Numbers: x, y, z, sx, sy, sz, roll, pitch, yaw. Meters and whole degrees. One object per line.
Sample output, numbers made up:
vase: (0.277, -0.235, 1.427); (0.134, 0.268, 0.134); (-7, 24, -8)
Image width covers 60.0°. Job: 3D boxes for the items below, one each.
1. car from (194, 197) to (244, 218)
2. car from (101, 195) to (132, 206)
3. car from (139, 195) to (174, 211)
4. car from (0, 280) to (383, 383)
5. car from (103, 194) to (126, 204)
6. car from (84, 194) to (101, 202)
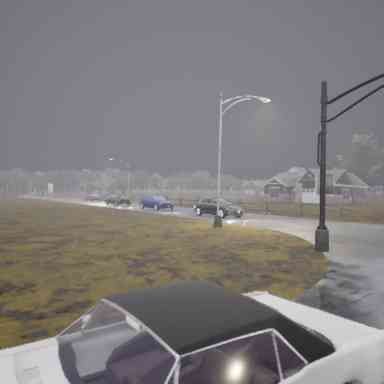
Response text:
car: (2.056, 1.226, 26.470); (1.837, 1.490, 4.892); (2, 0, -35)
car: (-9.529, 1.108, 42.770); (1.895, 1.301, 4.718); (2, -1, -35)
car: (-3.739, 1.083, 34.617); (1.882, 1.535, 5.008); (2, 0, -36)
car: (-0.365, 1.601, 2.746); (4.718, 1.301, 1.895); (0, 0, -35)
car: (-12.396, 1.087, 52.991); (1.994, 1.385, 4.181); (2, -1, -35)
car: (-18.194, 1.007, 61.142); (2.033, 1.411, 5.357); (2, -1, -35)
